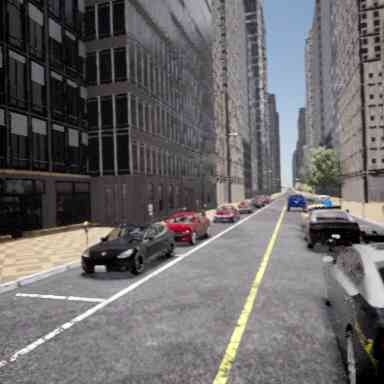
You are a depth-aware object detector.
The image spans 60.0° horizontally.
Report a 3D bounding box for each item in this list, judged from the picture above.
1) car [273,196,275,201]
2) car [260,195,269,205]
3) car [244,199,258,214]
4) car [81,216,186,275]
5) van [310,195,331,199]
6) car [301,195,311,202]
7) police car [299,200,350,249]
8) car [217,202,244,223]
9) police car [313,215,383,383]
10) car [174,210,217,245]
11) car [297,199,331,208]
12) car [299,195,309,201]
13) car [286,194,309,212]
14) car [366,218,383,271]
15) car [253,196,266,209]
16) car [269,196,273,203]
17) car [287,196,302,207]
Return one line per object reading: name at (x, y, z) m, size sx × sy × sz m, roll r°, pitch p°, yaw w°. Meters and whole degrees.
car at (17.463, 1.807, 76.814) m, size 1.802 × 1.307 × 4.206 m, roll -2°, pitch -1°, yaw 16°
car at (10.995, 1.535, 54.962) m, size 2.192 × 1.841 × 5.009 m, roll -2°, pitch -1°, yaw 16°
car at (6.159, 1.791, 38.570) m, size 1.802 × 1.307 × 4.206 m, roll -2°, pitch -1°, yaw 16°
car at (-1.916, 1.744, 11.253) m, size 1.947 × 1.339 × 4.313 m, roll -2°, pitch -1°, yaw 16°
van at (14.183, 1.279, 36.198) m, size 1.690 × 1.788 × 3.998 m, roll -2°, pitch -1°, yaw 16°
car at (25.494, 1.505, 74.439) m, size 2.008 × 1.369 × 4.403 m, roll -2°, pitch -1°, yaw 16°
police car at (5.901, 1.397, 14.467) m, size 1.930 × 1.638 × 5.238 m, roll -2°, pitch -1°, yaw 16°
car at (2.929, 1.781, 27.643) m, size 1.802 × 1.307 × 4.206 m, roll -2°, pitch -1°, yaw 16°
police car at (3.067, 1.384, 4.877) m, size 1.930 × 1.638 × 5.238 m, roll -2°, pitch -1°, yaw 16°
car at (-0.302, 1.730, 16.717) m, size 1.887 × 1.381 × 4.507 m, roll -2°, pitch -1°, yaw 16°
car at (7.626, 1.435, 20.297) m, size 1.801 × 1.575 × 5.366 m, roll -2°, pitch -1°, yaw 16°
car at (28.724, 1.503, 85.367) m, size 2.008 × 1.369 × 4.403 m, roll -2°, pitch -1°, yaw 16°
car at (12.626, 1.250, 40.395) m, size 2.150 × 2.045 × 5.566 m, roll -2°, pitch 0°, yaw 17°
car at (6.117, 1.489, 8.878) m, size 1.802 × 1.307 × 4.206 m, roll -2°, pitch -1°, yaw 16°
car at (9.389, 1.783, 49.496) m, size 1.947 × 1.339 × 4.313 m, roll -2°, pitch -1°, yaw 16°
car at (14.224, 1.538, 65.889) m, size 2.192 × 1.841 × 5.009 m, roll -2°, pitch -1°, yaw 16°
car at (16.643, 1.527, 53.976) m, size 2.128 × 1.511 × 4.902 m, roll -2°, pitch -1°, yaw 16°
